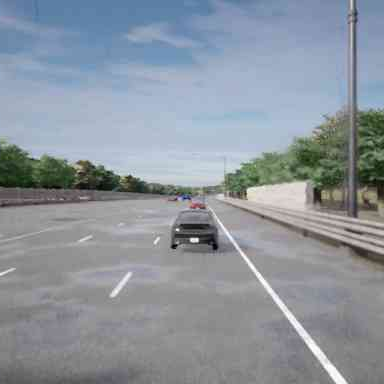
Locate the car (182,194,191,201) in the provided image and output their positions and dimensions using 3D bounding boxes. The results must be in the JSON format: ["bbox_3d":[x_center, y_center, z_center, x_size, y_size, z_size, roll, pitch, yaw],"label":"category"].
[{"bbox_3d":[-1.493,1.526,93.403,2.150,2.045,5.566,0,0,3],"label":"car"}]

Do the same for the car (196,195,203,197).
[{"bbox_3d":[1.189,1.689,61.050,1.837,1.490,4.892,0,0,1],"label":"car"}]

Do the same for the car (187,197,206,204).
[{"bbox_3d":[0.642,1.594,38.273,1.812,1.442,4.674,0,0,1],"label":"car"}]

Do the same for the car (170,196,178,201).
[{"bbox_3d":[-4.993,1.773,93.491,1.882,1.535,5.008,0,0,3],"label":"car"}]

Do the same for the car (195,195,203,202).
[{"bbox_3d":[1.753,1.662,84.544,2.097,1.767,4.553,0,0,1],"label":"car"}]

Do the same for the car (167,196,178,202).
[{"bbox_3d":[-5.245,1.851,84.741,1.994,1.385,4.181,0,0,1],"label":"car"}]

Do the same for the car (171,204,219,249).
[{"bbox_3d":[0.125,1.510,14.562,1.837,1.490,4.892,0,0,1],"label":"car"}]

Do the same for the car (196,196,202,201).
[{"bbox_3d":[2.003,1.830,93.252,1.812,1.442,4.674,0,0,3],"label":"car"}]

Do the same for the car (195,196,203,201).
[{"bbox_3d":[2.068,1.904,94.831,2.033,1.411,5.357,0,0,3],"label":"car"}]
